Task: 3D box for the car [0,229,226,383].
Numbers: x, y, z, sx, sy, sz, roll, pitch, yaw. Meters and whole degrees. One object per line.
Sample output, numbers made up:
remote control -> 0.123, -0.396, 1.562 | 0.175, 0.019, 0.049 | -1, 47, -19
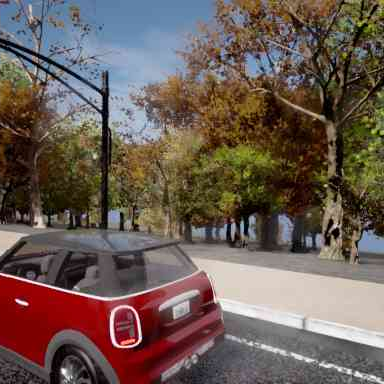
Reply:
car -> -1.848, 1.351, 5.004 | 4.553, 1.767, 2.097 | 0, 0, 36
